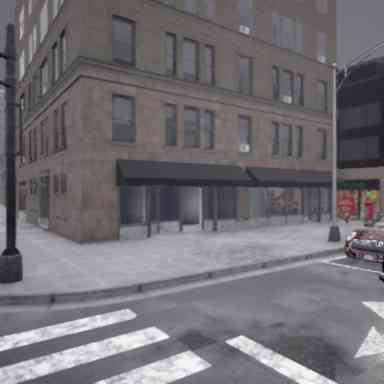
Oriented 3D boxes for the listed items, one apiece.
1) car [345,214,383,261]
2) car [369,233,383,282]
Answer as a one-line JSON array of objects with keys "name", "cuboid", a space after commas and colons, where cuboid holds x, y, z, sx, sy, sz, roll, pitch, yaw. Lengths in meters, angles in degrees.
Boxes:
[{"name": "car", "cuboid": [6.852, 1.399, 10.965, 4.097, 1.590, 1.967, 0, 0, -35]}, {"name": "car", "cuboid": [6.153, 1.570, 7.377, 4.718, 1.301, 1.895, 0, 0, -35]}]
